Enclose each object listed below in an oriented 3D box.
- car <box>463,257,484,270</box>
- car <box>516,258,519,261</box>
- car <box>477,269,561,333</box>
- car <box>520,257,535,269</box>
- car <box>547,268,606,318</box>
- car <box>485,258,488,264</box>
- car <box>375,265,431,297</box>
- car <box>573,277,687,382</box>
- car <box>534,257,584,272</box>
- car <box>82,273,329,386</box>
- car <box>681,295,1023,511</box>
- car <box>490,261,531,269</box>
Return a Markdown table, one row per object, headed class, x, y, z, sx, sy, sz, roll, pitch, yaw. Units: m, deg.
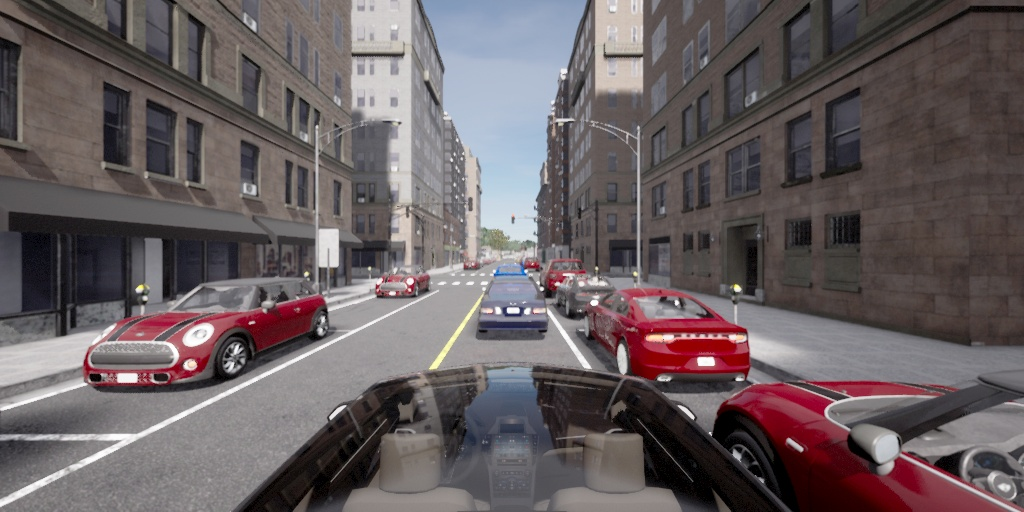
| class | x | y | z | sx | sy | sz | roll | pitch | yaw |
| --- | --- | --- | --- | --- | --- | --- | --- | --- | --- |
| car | -5.695 | 1.041 | 50.951 | 2.192 | 1.841 | 5.009 | 0 | 0 | 0 |
| car | 2.348 | 1.035 | 62.005 | 2.192 | 1.841 | 5.009 | 0 | 0 | 0 |
| car | 0.028 | 1.294 | 10.724 | 2.033 | 1.411 | 5.357 | 0 | 0 | 0 |
| car | 2.455 | 1.044 | 45.494 | 2.192 | 1.841 | 5.009 | 0 | 0 | 0 |
| car | 2.578 | 1.296 | 12.756 | 2.007 | 1.370 | 4.403 | 0 | 0 | 0 |
| car | -5.753 | 1.271 | 61.958 | 2.007 | 1.370 | 4.403 | 0 | 0 | 0 |
| car | -5.479 | 1.182 | 18.392 | 1.967 | 1.591 | 4.097 | 0 | 0 | 0 |
| car | 2.610 | 1.293 | 7.074 | 1.888 | 1.381 | 4.507 | 0 | 0 | 0 |
| car | 2.546 | 1.057 | 18.438 | 2.192 | 1.841 | 5.009 | 0 | 0 | 0 |
| car | -5.415 | 1.187 | 7.028 | 1.967 | 1.591 | 4.097 | 0 | 0 | 0 |
| car | 2.642 | 1.190 | 1.392 | 1.967 | 1.591 | 4.097 | 0 | 0 | 0 |
| car | -0.103 | 1.219 | 20.543 | 1.882 | 1.535 | 5.008 | 0 | 0 | 0 |
